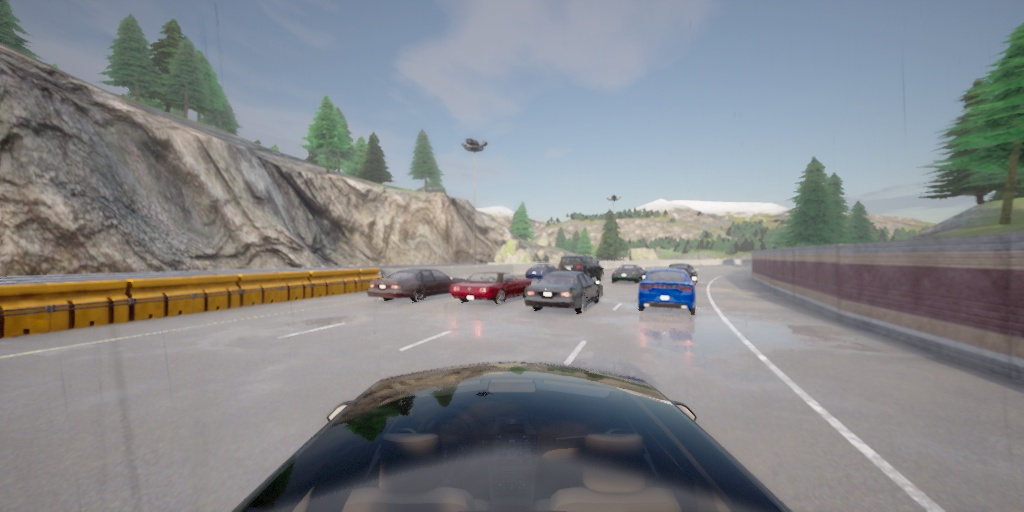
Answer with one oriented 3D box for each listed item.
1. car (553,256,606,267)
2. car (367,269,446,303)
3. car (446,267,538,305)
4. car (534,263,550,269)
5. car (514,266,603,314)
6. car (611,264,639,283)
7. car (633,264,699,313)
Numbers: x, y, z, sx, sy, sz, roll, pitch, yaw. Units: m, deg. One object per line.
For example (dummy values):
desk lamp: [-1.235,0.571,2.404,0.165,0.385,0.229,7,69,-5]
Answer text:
car: [5.414,0.977,28.061,2.150,2.045,5.566,0,0,30]
car: [-4.208,1.293,16.847,2.033,1.411,5.357,0,0,25]
car: [-0.686,1.349,16.097,1.895,1.301,4.718,0,0,25]
car: [2.817,1.314,30.501,1.994,1.385,4.181,0,0,31]
car: [2.207,1.298,14.046,2.033,1.411,5.357,0,0,25]
car: [8.958,1.319,27.126,1.994,1.385,4.181,0,0,31]
car: [6.159,1.231,14.172,1.882,1.535,5.008,0,0,26]
